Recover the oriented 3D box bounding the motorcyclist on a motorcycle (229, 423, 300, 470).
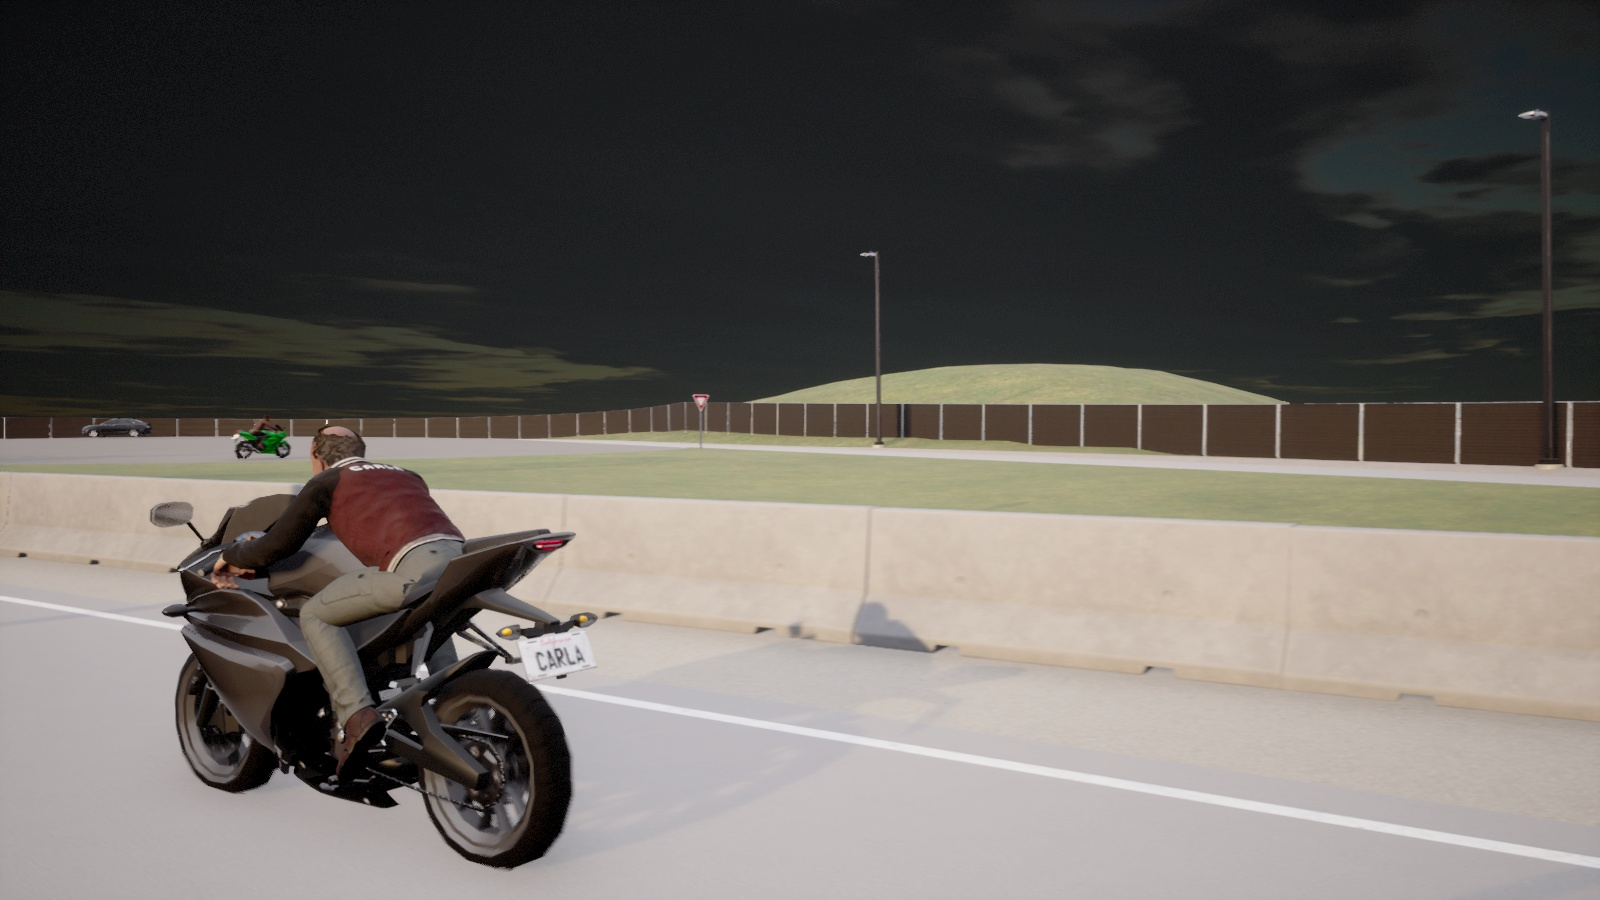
[{"bbox_3d":[-17.913,-0.124,42.047,0.797,1.523,2.044,-1,1,37],"label":"motorcyclist on a motorcycle"}]

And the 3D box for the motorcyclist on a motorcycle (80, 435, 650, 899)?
[{"bbox_3d":[-1.700,0.718,4.754,2.191,1.530,0.866,0,1,34],"label":"motorcyclist on a motorcycle"}]
